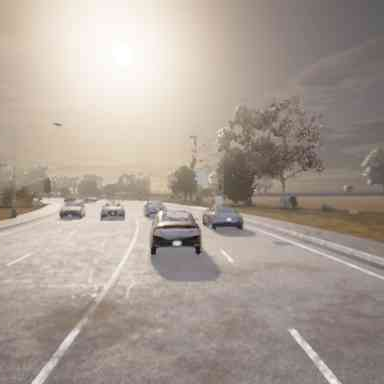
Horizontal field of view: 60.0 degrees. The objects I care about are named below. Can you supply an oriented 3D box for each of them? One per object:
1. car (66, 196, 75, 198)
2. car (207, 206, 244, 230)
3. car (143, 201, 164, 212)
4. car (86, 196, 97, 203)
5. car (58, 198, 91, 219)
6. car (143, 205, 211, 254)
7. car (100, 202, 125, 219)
[{"bbox_3d":[-24.472,1.538,67.210,1.895,1.301,4.718,0,0,-27],"label":"car"},{"bbox_3d":[1.854,1.549,21.171,1.994,1.385,4.181,0,0,-8],"label":"car"},{"bbox_3d":[-3.546,1.534,31.396,2.033,1.411,5.357,0,0,-13],"label":"car"},{"bbox_3d":[-20.417,1.510,67.071,1.994,1.385,4.181,0,0,-27],"label":"car"},{"bbox_3d":[-10.547,1.540,29.716,2.033,1.411,5.357,0,0,-13],"label":"car"},{"bbox_3d":[-0.730,1.485,13.472,2.128,1.511,4.902,0,0,-5],"label":"car"},{"bbox_3d":[-6.781,1.555,28.675,1.994,1.385,4.181,0,0,-12],"label":"car"}]
